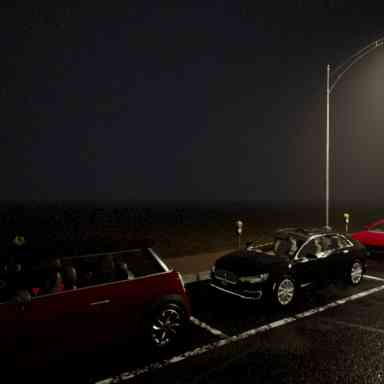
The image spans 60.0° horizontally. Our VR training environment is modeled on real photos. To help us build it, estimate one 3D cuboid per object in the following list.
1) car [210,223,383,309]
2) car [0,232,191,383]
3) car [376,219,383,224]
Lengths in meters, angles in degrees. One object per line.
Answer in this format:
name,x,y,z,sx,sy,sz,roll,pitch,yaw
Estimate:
car,2.412,1.552,7.808,4.403,1.369,2.008,0,1,-35
car,-2.094,1.440,4.593,4.097,1.590,1.967,0,1,-35
car,6.920,1.548,11.023,4.507,1.381,1.887,0,1,-35
